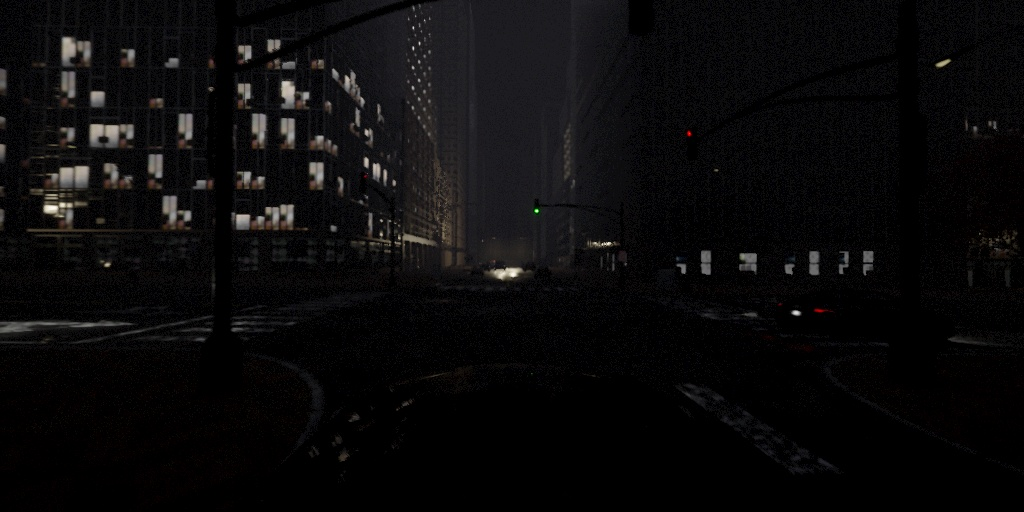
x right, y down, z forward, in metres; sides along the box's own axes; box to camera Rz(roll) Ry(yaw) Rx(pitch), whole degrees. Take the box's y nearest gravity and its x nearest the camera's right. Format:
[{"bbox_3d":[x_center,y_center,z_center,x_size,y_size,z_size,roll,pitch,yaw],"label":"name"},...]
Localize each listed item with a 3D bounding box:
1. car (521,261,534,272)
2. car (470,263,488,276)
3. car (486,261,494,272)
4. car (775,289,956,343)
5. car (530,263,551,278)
[{"bbox_3d":[3.130,1.870,63.903,2.192,1.841,5.009,0,0,-1],"label":"car"},{"bbox_3d":[-4.510,1.912,47.210,1.802,1.307,4.207,0,0,-1],"label":"car"},{"bbox_3d":[-4.750,2.095,63.790,1.948,1.339,4.313,0,0,-1],"label":"car"},{"bbox_3d":[10.268,1.678,10.605,4.181,1.385,1.994,1,-1,-4],"label":"car"},{"bbox_3d":[3.498,1.854,41.798,1.948,1.339,4.313,0,0,-1],"label":"car"}]
